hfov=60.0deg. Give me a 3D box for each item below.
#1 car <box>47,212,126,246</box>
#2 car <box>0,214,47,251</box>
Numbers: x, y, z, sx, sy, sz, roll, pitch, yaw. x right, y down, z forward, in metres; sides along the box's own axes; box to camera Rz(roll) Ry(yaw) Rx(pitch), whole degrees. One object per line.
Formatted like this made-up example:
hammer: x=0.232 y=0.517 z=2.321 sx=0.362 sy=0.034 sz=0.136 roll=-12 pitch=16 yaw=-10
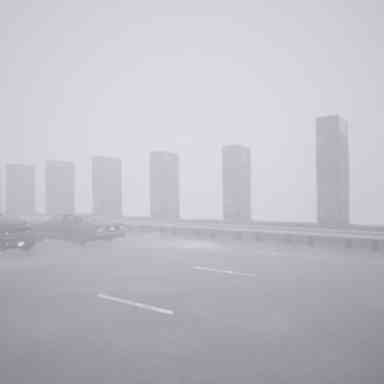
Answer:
car: x=-5.651 y=1.692 z=15.953 sx=5.357 sy=1.411 sz=2.033 roll=-1 pitch=0 yaw=31
car: x=-8.356 y=1.660 z=13.492 sx=4.892 sy=1.490 sz=1.837 roll=0 pitch=0 yaw=31
